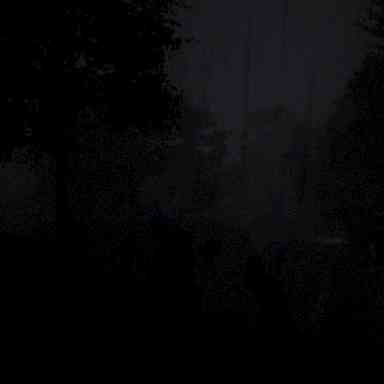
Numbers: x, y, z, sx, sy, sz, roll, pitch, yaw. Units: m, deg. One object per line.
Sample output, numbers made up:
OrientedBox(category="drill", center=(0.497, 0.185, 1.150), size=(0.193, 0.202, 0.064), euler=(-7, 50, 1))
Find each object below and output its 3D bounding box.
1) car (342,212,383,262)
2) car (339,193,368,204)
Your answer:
OrientedBox(category="car", center=(6.968, 1.491, 12.004), size=(1.837, 1.490, 4.892), euler=(0, 0, 9))
OrientedBox(category="car", center=(23.475, 0.829, 48.349), size=(5.008, 1.535, 1.882), euler=(-5, 1, -31))
